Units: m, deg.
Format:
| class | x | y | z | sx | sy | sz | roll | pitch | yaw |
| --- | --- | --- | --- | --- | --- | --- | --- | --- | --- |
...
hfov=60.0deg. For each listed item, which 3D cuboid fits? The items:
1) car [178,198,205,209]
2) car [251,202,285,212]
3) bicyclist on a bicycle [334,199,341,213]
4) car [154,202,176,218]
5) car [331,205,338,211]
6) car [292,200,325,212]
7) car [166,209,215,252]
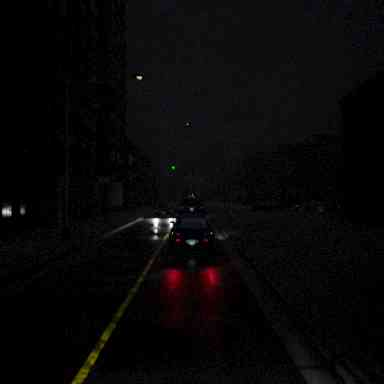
| class | x | y | z | sx | sy | sz | roll | pitch | yaw |
| --- | --- | --- | --- | --- | --- | --- | --- | --- | --- |
| car | -0.009 | 1.501 | 29.014 | 2.150 | 2.045 | 5.566 | 0 | -1 | 0 |
| car | 10.352 | 2.011 | 45.353 | 4.507 | 1.381 | 1.887 | 0 | 0 | 0 |
| bicyclist on a bicycle | 17.365 | 1.707 | 39.708 | 0.582 | 1.620 | 1.656 | 0 | -1 | 0 |
| car | -2.766 | 1.861 | 34.429 | 1.837 | 1.490 | 4.892 | 0 | -1 | 0 |
| car | 21.281 | 2.000 | 45.347 | 4.507 | 1.381 | 1.887 | 0 | 0 | 0 |
| car | 15.816 | 1.901 | 45.352 | 4.097 | 1.590 | 1.967 | 0 | 0 | 0 |
| car | 0.000 | 1.663 | 14.379 | 1.812 | 1.442 | 4.674 | 0 | 0 | 0 |
